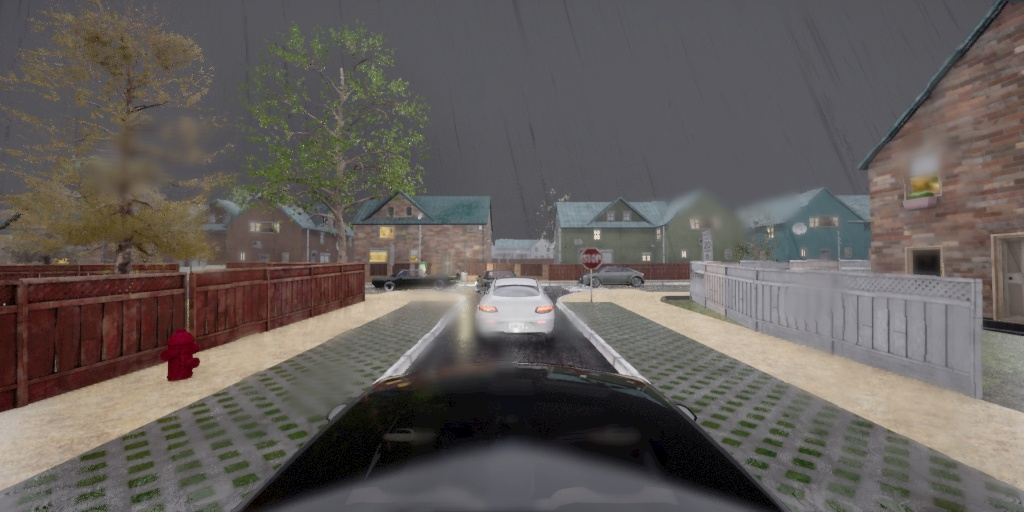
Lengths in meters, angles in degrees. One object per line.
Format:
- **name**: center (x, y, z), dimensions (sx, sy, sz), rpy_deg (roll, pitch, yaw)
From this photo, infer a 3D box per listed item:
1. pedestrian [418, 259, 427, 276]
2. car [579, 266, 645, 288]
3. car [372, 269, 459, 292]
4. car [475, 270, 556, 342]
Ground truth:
- **pedestrian**: center (-6.718, 1.119, 26.797), dimensions (0.375, 1.860, 0.375), rpy_deg (0, -1, 1)
- **car**: center (6.523, 1.344, 23.712), dimensions (4.181, 1.385, 1.994), rpy_deg (0, -1, 1)
- **car**: center (-5.496, 1.416, 20.913), dimensions (4.718, 1.301, 1.895), rpy_deg (-1, -1, 1)
- **car**: center (0.097, 1.280, 9.713), dimensions (1.812, 1.442, 4.674), rpy_deg (0, 0, 0)
